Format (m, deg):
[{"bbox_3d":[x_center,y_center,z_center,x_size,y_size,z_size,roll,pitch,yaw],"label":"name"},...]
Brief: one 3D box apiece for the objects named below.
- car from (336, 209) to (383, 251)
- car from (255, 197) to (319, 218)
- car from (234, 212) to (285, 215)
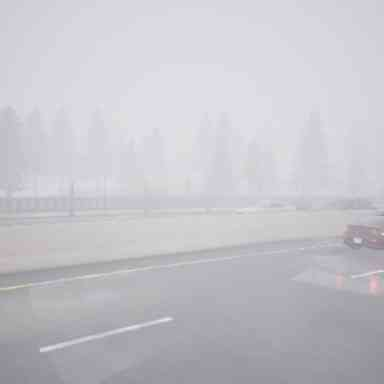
[{"bbox_3d":[7.546,1.438,12.116,4.674,1.442,1.812,0,1,-27],"label":"car"},{"bbox_3d":[8.018,1.252,27.988,4.902,1.511,2.128,0,1,-22],"label":"car"},{"bbox_3d":[5.117,1.323,22.826,4.674,1.442,1.812,0,1,-25],"label":"car"}]
